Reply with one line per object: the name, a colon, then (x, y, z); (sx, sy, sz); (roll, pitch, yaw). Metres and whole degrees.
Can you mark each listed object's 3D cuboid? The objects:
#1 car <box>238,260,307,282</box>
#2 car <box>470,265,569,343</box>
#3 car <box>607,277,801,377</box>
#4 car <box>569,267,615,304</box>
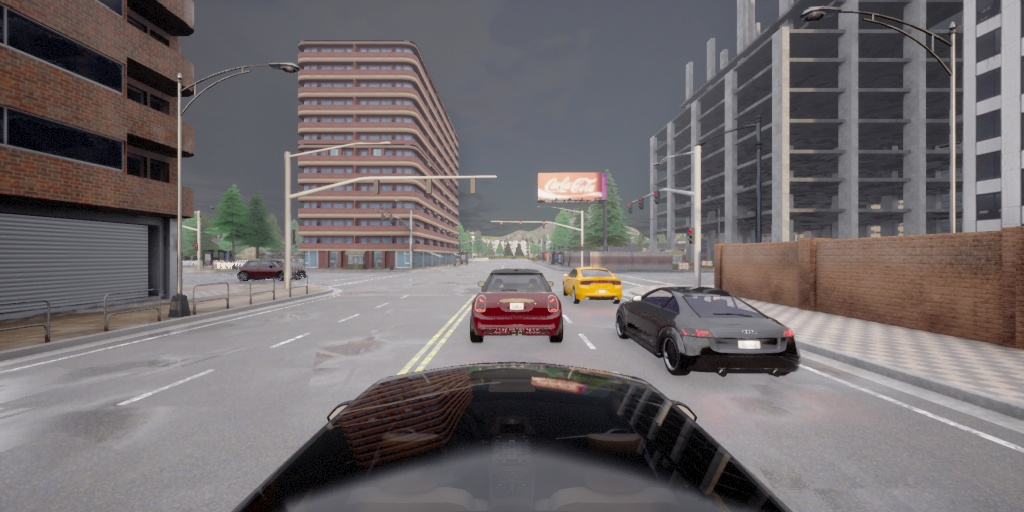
car: (-18.703, 1.101, 28.155); (4.553, 1.767, 2.097); (0, 0, 0)
car: (0.103, 1.102, 9.855); (2.097, 1.767, 4.553); (0, 0, 0)
car: (3.600, 1.314, 7.449); (1.994, 1.385, 4.181); (0, 0, 0)
car: (3.504, 1.227, 16.383); (1.882, 1.535, 5.008); (0, 0, 0)
